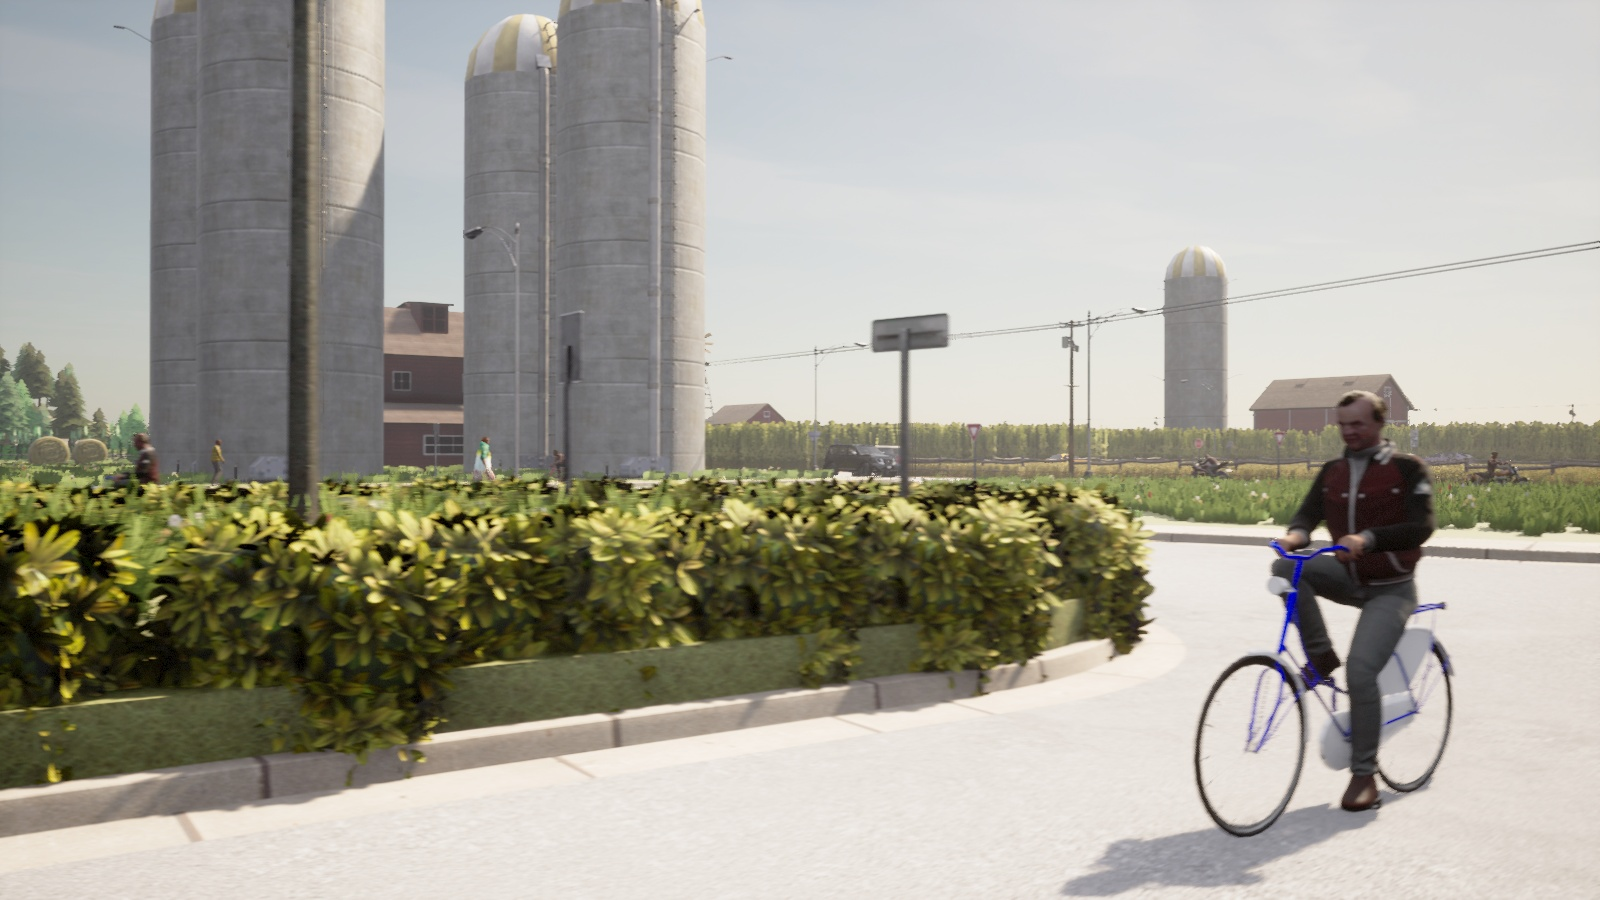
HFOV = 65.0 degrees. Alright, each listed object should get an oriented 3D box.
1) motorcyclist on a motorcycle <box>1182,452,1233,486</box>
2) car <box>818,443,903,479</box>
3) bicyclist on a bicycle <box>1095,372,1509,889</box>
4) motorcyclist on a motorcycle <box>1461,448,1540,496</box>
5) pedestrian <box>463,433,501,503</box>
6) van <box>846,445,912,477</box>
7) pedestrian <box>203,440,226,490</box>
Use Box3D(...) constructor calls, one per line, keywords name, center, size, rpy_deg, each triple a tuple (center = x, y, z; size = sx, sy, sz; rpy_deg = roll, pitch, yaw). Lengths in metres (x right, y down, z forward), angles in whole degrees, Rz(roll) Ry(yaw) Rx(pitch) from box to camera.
Box3D(name="motorcyclist on a motorcycle", center=(19.073, 0.884, 58.872), size=(0.866, 1.530, 2.191), rpy_deg=(0, 0, -35))
Box3D(name="car", center=(3.581, 0.640, 75.101), size=(2.150, 2.045, 5.566), rpy_deg=(0, 0, -34))
Box3D(name="bicyclist on a bicycle", center=(2.083, 0.623, 5.109), size=(1.843, 1.776, 0.659), rpy_deg=(0, 0, -35))
Box3D(name="motorcyclist on a motorcycle", center=(24.786, 0.752, 44.498), size=(0.766, 1.649, 2.350), rpy_deg=(0, 0, -34))
Box3D(name="pedestrian", center=(-9.066, 0.507, 35.837), size=(0.873, 1.952, 0.659), rpy_deg=(0, 0, -36))
Box3D(name="van", center=(4.966, 0.683, 79.237), size=(1.775, 1.987, 4.442), rpy_deg=(0, 0, -35))
Box3D(name="pedestrian", center=(-22.061, 0.562, 47.295), size=(0.726, 1.835, 0.370), rpy_deg=(0, 0, -35))
